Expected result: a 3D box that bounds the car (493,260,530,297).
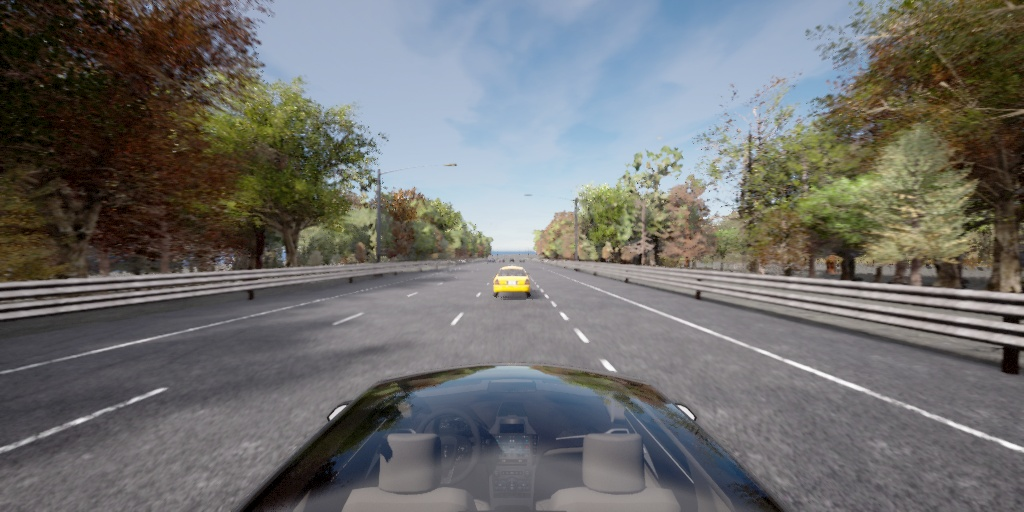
[{"bbox_3d":[0.001,1.216,19.207,1.801,1.575,5.366,0,0,0],"label":"car"}]
